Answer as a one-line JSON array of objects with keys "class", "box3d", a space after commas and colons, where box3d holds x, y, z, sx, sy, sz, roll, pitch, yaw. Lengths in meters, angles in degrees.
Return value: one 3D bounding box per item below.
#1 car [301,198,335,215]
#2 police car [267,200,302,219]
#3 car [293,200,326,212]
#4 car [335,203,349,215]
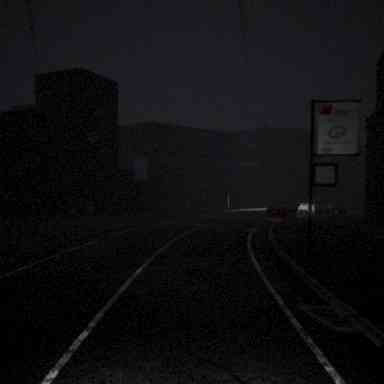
[{"class": "car", "box3d": [15.415, 1.831, 41.800, 2.150, 2.045, 5.566, 4, 1, 45]}, {"class": "police car", "box3d": [9.453, 1.797, 34.561, 1.930, 1.638, 5.238, 3, 0, 34]}, {"class": "car", "box3d": [17.536, 2.051, 49.525, 4.902, 1.511, 2.128, 2, 2, -36]}, {"class": "car", "box3d": [19.628, 2.298, 45.564, 4.892, 1.490, 1.837, 3, 2, -38]}]
